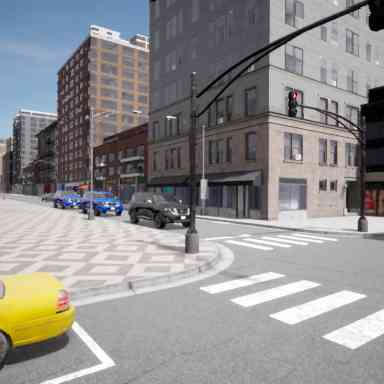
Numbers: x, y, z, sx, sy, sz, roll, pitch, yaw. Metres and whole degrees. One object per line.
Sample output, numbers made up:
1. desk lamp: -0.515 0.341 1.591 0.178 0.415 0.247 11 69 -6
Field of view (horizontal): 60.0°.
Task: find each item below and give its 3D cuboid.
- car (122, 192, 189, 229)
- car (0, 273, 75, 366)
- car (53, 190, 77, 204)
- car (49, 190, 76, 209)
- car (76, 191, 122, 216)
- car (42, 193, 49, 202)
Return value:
1. car: -2.064 1.052 20.784 2.150 2.045 5.566 1 0 -35
2. car: -3.972 1.525 3.919 4.829 1.417 1.752 0 1 -36
3. car: -19.482 0.767 50.949 2.150 2.045 5.566 1 0 -35
4. car: -14.205 0.861 37.977 2.150 2.045 5.566 1 0 -35
5. car: -8.008 0.959 29.193 2.150 2.045 5.566 1 0 -35
6. car: -25.540 0.944 59.518 2.128 1.511 4.902 1 0 -36
